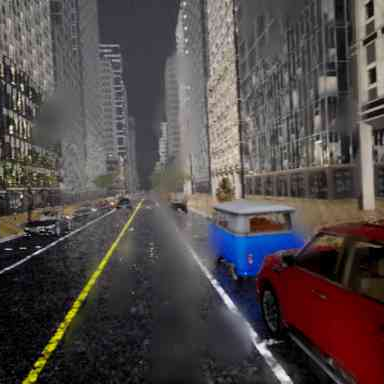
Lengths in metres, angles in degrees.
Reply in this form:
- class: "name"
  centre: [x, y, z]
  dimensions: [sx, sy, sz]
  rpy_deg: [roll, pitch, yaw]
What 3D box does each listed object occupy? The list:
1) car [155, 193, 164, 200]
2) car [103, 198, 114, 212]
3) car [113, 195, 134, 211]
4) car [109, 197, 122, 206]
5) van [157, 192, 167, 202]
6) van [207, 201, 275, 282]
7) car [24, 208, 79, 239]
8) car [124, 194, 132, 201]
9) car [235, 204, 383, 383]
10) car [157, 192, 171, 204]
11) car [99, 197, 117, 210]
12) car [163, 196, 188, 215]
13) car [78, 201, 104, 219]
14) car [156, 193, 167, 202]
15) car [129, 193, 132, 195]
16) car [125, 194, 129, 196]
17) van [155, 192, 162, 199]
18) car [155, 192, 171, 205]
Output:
- class: "car"
  centre: [-8.049, 1.092, 82.334]
  dimensions: [1.967, 1.590, 4.097]
  rpy_deg: [-4, 1, -7]
- class: "car"
  centre: [-11.181, 1.770, 41.802]
  dimensions: [1.802, 1.307, 4.206]
  rpy_deg: [-4, 1, -7]
- class: "car"
  centre: [-8.543, 1.573, 42.383]
  dimensions: [1.812, 1.442, 4.674]
  rpy_deg: [-3, 1, -7]
- class: "car"
  centre: [-13.373, 1.672, 58.540]
  dimensions: [1.752, 1.417, 4.829]
  rpy_deg: [-4, 1, -7]
- class: "van"
  centre: [-5.844, 1.038, 65.426]
  dimensions: [1.690, 1.788, 3.998]
  rpy_deg: [-4, 1, -7]
- class: "van"
  centre: [1.524, 1.178, 9.070]
  dimensions: [1.690, 1.788, 3.998]
  rpy_deg: [-4, 1, -7]
- class: "car"
  centre: [-8.236, 1.795, 19.259]
  dimensions: [2.008, 1.369, 4.403]
  rpy_deg: [-4, 1, -7]
- class: "car"
  centre: [-17.821, 1.497, 92.522]
  dimensions: [1.967, 1.590, 4.097]
  rpy_deg: [-4, 1, -7]
- class: "car"
  centre: [2.259, 1.166, 3.434]
  dimensions: [2.192, 1.841, 5.009]
  rpy_deg: [-4, 1, -7]
- class: "car"
  centre: [-5.109, 1.026, 59.791]
  dimensions: [2.192, 1.841, 5.009]
  rpy_deg: [-4, 1, -7]
- class: "car"
  centre: [-11.926, 1.615, 47.436]
  dimensions: [1.967, 1.590, 4.097]
  rpy_deg: [-4, 1, -7]
- class: "car"
  centre: [-1.410, 1.332, 31.614]
  dimensions: [2.008, 1.369, 4.403]
  rpy_deg: [-4, 1, -7]
- class: "car"
  centre: [-9.709, 1.767, 30.530]
  dimensions: [2.008, 1.369, 4.403]
  rpy_deg: [-4, 1, -7]
- class: "car"
  centre: [-6.575, 1.122, 71.063]
  dimensions: [1.967, 1.590, 4.097]
  rpy_deg: [-4, 1, -7]
- class: "car"
  centre: [-16.341, 1.638, 81.251]
  dimensions: [2.008, 1.369, 4.403]
  rpy_deg: [-4, 1, -7]
- class: "car"
  centre: [-14.867, 1.683, 69.980]
  dimensions: [1.947, 1.339, 4.313]
  rpy_deg: [-4, 1, -7]
- class: "van"
  centre: [-8.792, 0.978, 87.968]
  dimensions: [1.690, 1.788, 3.998]
  rpy_deg: [-4, 1, -7]
- class: "car"
  centre: [-4.372, 1.040, 54.155]
  dimensions: [2.192, 1.841, 5.009]
  rpy_deg: [-4, 1, -7]
